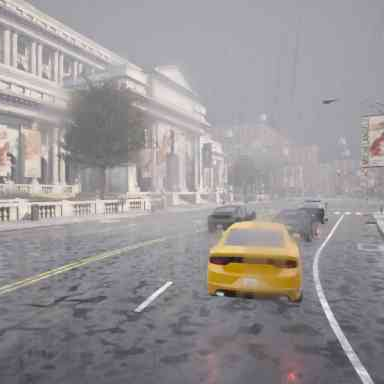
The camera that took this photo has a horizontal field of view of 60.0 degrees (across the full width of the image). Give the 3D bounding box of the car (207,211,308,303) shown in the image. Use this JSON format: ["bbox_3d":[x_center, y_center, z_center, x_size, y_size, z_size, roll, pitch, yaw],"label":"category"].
[{"bbox_3d":[1.687,1.478,8.412,1.882,1.535,5.008,0,0,15],"label":"car"}]

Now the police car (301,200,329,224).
[{"bbox_3d":[9.132,1.425,25.075,1.930,1.638,5.238,0,0,27],"label":"police car"}]

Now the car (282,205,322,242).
[{"bbox_3d":[5.137,1.564,16.715,1.994,1.385,4.181,0,0,26],"label":"car"}]

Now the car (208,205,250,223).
[{"bbox_3d":[2.460,1.506,19.227,1.837,1.490,4.892,0,0,25],"label":"car"}]
